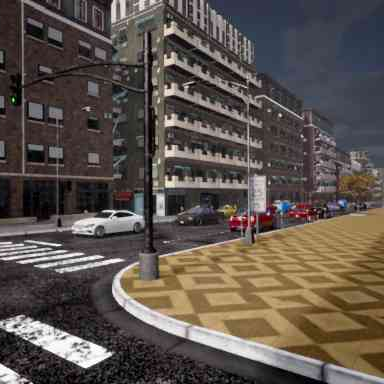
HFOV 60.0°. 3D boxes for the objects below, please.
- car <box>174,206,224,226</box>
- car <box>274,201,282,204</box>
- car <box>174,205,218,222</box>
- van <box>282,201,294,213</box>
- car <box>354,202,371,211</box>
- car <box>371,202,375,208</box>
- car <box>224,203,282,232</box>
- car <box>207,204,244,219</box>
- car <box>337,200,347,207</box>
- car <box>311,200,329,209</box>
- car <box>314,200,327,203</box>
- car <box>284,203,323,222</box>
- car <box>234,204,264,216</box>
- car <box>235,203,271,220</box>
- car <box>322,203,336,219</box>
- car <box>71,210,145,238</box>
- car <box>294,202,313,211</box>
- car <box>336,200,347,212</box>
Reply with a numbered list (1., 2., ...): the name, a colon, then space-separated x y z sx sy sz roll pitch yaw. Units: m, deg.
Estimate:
1. car: 0.787 1.950 27.395 2.033 1.411 5.357 -1 -1 35
2. car: 10.267 2.289 45.468 1.887 1.381 4.507 -2 -2 35
3. car: 0.469 2.002 31.432 1.752 1.417 4.829 -2 -2 35
4. van: 13.499 2.174 50.106 1.690 1.788 3.998 -2 -2 35
5. car: 30.022 2.583 59.241 1.947 1.339 4.313 -2 -2 35
6. car: 36.490 2.745 68.506 2.008 1.369 4.403 -2 -2 35
7. car: 4.150 1.751 22.187 1.967 1.590 4.097 -2 -2 35
8. car: 3.703 2.090 36.064 1.752 1.417 4.829 -2 -2 35
9. car: 39.273 2.882 87.103 1.690 1.788 3.998 -2 -2 35
10. car: 26.434 2.501 68.636 2.192 1.841 5.009 -2 -2 35
11. car: 17.696 2.267 46.034 1.837 1.490 4.892 -1 -1 35
12. car: 10.619 2.032 31.449 1.887 1.381 4.507 -2 -2 35
13. car: 7.034 2.222 40.835 1.947 1.339 4.313 -2 -2 35
14. car: 6.574 2.038 35.672 1.882 1.535 5.008 -1 -1 35
15. car: 13.854 2.141 36.080 1.947 1.339 4.313 -2 -2 35
16. car: -4.739 1.778 19.467 1.812 1.442 4.674 -1 -1 34
17. car: 19.969 2.554 59.365 1.887 1.381 4.507 -2 -2 35
18. car: 23.507 2.468 54.370 2.033 1.411 5.357 -1 -1 36
